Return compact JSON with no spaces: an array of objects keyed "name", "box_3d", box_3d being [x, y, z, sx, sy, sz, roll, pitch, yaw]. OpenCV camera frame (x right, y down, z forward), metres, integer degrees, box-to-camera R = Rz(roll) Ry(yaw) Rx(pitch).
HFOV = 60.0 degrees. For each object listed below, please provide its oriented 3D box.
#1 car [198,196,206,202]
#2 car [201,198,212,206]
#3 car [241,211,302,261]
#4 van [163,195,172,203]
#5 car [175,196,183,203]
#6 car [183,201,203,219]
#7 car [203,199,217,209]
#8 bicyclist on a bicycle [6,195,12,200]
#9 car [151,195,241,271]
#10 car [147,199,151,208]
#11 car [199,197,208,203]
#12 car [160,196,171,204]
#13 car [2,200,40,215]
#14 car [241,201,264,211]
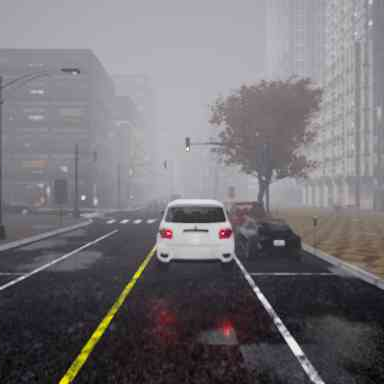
[{"name":"car","box_3d":[2.647,1.889,89.129,1.752,1.417,4.829,0,0,0]},{"name":"car","box_3d":[2.661,1.758,61.466,1.752,1.417,4.829,0,0,0]},{"name":"car","box_3d":[2.686,1.608,12.319,1.947,1.339,4.313,0,0,0]},{"name":"van","box_3d":[-5.727,1.651,77.891,1.690,1.788,3.998,0,0,0]},{"name":"car","box_3d":[-3.038,1.815,79.634,1.837,1.490,4.892,0,0,0]},{"name":"car","box_3d":[0.082,1.636,31.850,1.812,1.442,4.674,0,0,0]},{"name":"car","box_3d":[2.667,1.729,50.230,1.887,1.381,4.507,0,0,0]},{"name":"bicyclist on a bicycle","box_3d":[-23.189,1.156,42.063,0.582,1.620,1.656,1,0,-1]},{"name":"car","box_3d":[0.093,1.259,11.187,2.150,2.045,5.566,0,0,0]},{"name":"car","box_3d":[-5.713,1.735,50.226,2.008,1.369,4.403,0,0,0]},{"name":"car","box_3d":[2.653,1.891,77.892,1.802,1.307,4.206,0,0,0]},{"name":"car","box_3d":[-5.725,1.724,72.357,1.967,1.590,4.097,0,0,0]},{"name":"car","box_3d":[-16.440,1.448,30.816,4.403,1.369,2.008,1,-1,-1]},{"name":"car","box_3d":[2.684,1.376,17.843,2.192,1.841,5.009,0,0,0]}]
